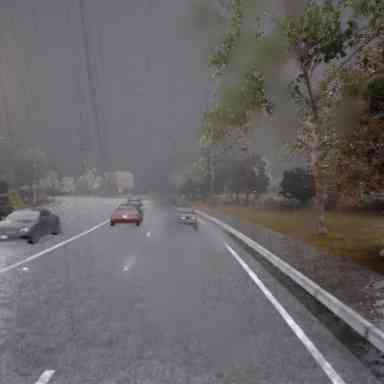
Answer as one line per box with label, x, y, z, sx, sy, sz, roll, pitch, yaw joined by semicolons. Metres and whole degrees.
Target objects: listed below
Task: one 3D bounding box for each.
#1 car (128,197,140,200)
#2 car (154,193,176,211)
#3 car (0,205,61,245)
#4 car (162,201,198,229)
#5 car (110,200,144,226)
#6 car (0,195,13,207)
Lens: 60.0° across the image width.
car;-7.394;1.384;42.396;2.128;1.511;4.902;0;0;-12
car;-3.244;1.124;39.743;2.150;2.045;5.566;0;0;-11
car;-7.550;1.499;15.447;1.812;1.442;4.674;0;0;-3
car;-0.695;1.502;21.068;2.033;1.411;5.357;0;0;-5
car;-4.430;1.514;23.064;1.994;1.385;4.181;0;0;-5
car;-11.127;1.190;16.975;2.150;2.045;5.566;0;0;-4
